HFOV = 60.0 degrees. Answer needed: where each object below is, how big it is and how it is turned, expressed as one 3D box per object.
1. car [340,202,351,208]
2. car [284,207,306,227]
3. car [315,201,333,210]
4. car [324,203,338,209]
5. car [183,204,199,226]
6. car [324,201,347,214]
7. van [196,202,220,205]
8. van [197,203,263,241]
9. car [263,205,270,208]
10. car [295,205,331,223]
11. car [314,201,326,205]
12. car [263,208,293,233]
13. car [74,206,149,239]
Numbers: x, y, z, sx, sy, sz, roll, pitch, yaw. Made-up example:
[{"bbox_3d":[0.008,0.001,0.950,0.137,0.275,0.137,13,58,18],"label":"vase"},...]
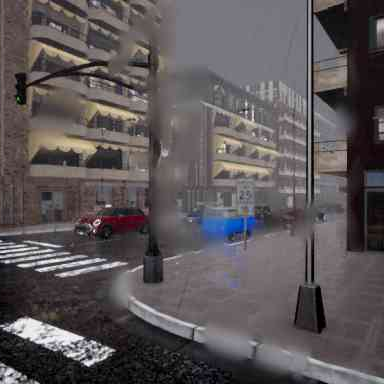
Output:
[{"bbox_3d":[40.118,3.376,86.733,1.752,1.417,4.829,-1,-2,35],"label":"car"},{"bbox_3d":[8.513,2.158,27.907,1.802,1.307,4.206,-1,-2,35],"label":"car"},{"bbox_3d":[27.369,2.729,68.819,2.192,1.841,5.009,-1,-2,35],"label":"car"},{"bbox_3d":[30.581,3.064,73.327,1.887,1.381,4.507,-1,-2,35],"label":"car"},{"bbox_3d":[1.204,2.005,27.535,1.812,1.442,4.674,0,-1,35],"label":"car"},{"bbox_3d":[22.689,2.616,52.220,1.837,1.490,4.892,0,-1,35],"label":"car"},{"bbox_3d":[1.681,1.903,32.709,1.690,1.788,3.998,-1,-2,35],"label":"van"},{"bbox_3d":[2.229,1.704,18.787,1.690,1.788,3.998,-1,-2,35],"label":"van"},{"bbox_3d":[7.184,2.183,35.933,1.837,1.490,4.892,0,-1,35],"label":"car"},{"bbox_3d":[11.725,2.233,32.422,2.008,1.369,4.403,-1,-2,35],"label":"car"},{"bbox_3d":[24.159,2.889,64.299,1.802,1.307,4.206,-1,-2,35],"label":"car"},{"bbox_3d":[5.303,2.035,23.394,1.947,1.339,4.313,-1,-2,35],"label":"car"},{"bbox_3d":[-4.549,1.639,19.411,2.097,1.767,4.553,0,-1,35],"label":"car"}]
